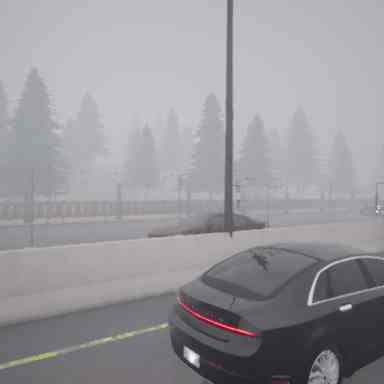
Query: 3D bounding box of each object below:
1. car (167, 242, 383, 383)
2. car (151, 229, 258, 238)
[{"bbox_3d":[1.983,1.516,4.940,4.892,1.490,1.837,0,0,-35],"label":"car"},{"bbox_3d":[0.677,1.482,12.811,5.008,1.535,1.882,0,0,-34],"label":"car"}]
